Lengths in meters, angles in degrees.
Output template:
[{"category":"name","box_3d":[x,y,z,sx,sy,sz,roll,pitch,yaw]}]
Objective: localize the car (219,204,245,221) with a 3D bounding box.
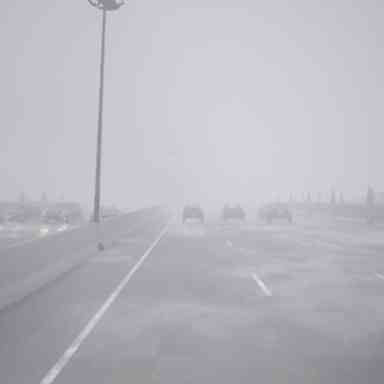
[{"category":"car","box_3d":[3.595,1.792,30.023,2.128,1.511,4.902,0,-1,0]}]

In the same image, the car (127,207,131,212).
[{"category":"car","box_3d":[-14.012,3.969,69.548,2.097,1.767,4.553,0,-8,0]}]

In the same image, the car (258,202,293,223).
[{"category":"car","box_3d":[7.095,1.639,28.797,2.097,1.767,4.553,0,-1,0]}]

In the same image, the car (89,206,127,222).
[{"category":"car","box_3d":[-7.099,1.841,27.751,1.994,1.385,4.181,0,-1,0]}]

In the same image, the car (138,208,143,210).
[{"category":"car","box_3d":[-10.512,4.109,69.500,1.837,1.490,4.892,0,-8,0]}]

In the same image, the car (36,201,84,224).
[{"category":"car","box_3d":[-10.600,1.628,27.597,2.097,1.767,4.553,0,-1,0]}]

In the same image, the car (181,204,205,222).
[{"category":"car","box_3d":[0.095,1.791,30.010,2.128,1.511,4.902,0,-1,0]}]

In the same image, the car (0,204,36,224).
[{"category":"car","box_3d":[-14.101,1.767,27.717,2.128,1.511,4.902,0,0,0]}]
